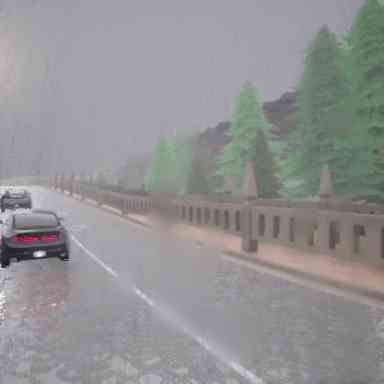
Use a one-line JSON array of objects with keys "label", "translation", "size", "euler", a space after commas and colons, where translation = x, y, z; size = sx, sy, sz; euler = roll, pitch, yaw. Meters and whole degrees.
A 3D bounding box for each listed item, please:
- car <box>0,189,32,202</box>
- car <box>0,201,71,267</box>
[{"label": "car", "translation": [-12.668, 0.545, 24.003], "size": [2.128, 1.511, 4.902], "euler": [-1, 4, -29]}, {"label": "car", "translation": [-5.323, 1.344, 11.153], "size": [1.837, 1.490, 4.892], "euler": [-1, 3, -29]}]
